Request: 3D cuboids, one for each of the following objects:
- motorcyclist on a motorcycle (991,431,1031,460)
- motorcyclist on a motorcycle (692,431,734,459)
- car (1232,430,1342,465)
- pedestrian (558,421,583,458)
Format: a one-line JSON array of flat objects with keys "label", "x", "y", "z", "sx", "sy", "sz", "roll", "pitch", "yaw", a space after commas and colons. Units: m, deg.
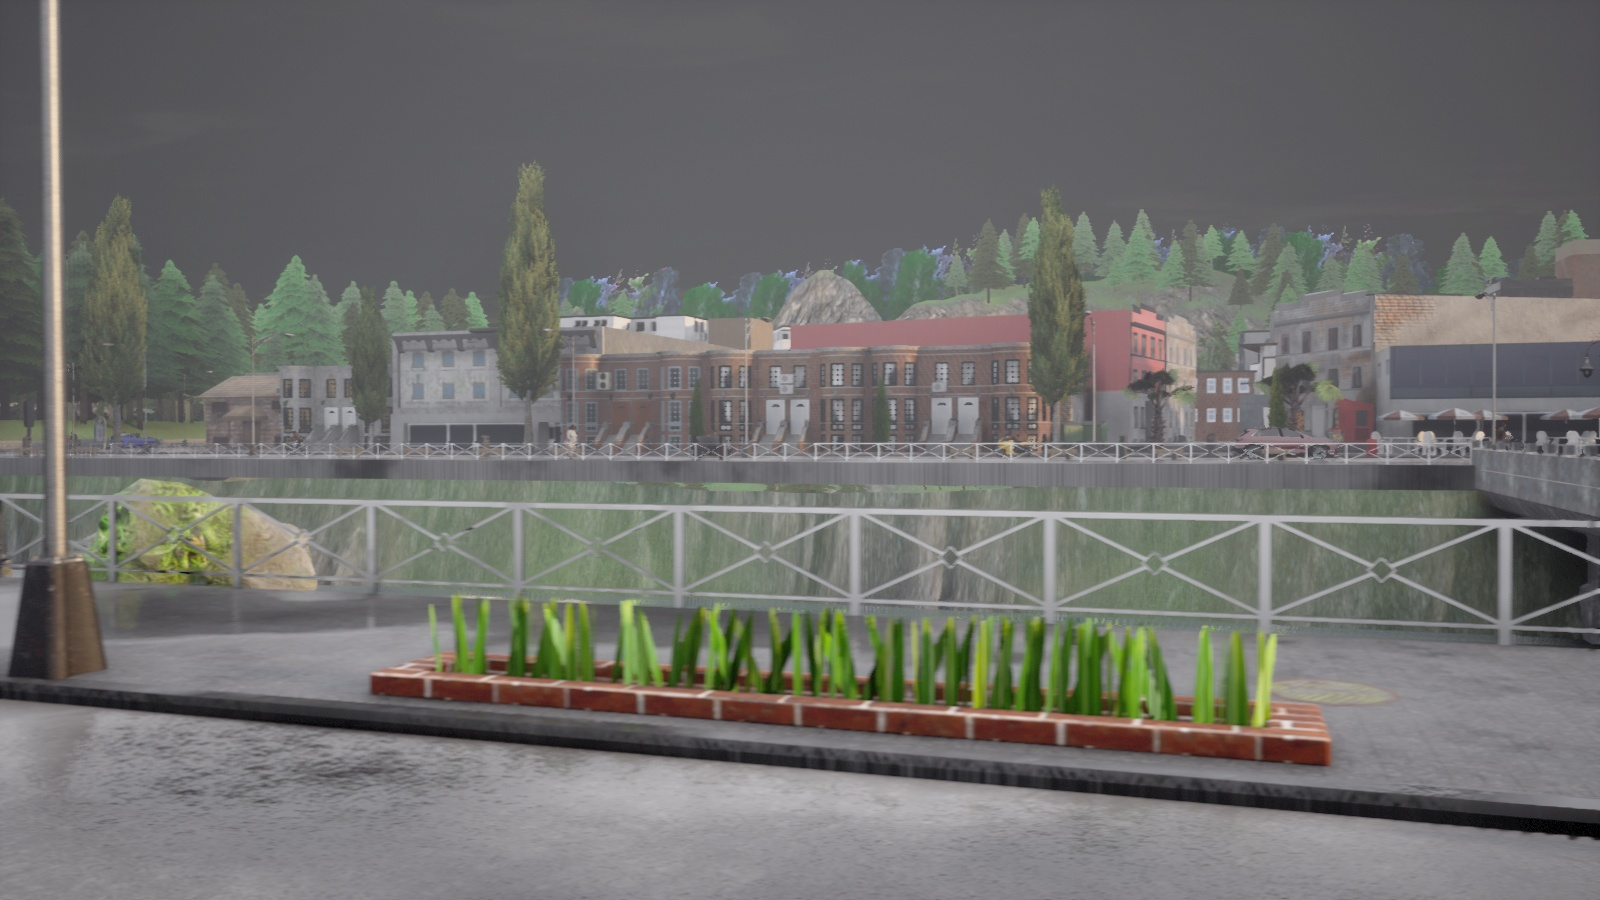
[{"label": "motorcyclist on a motorcycle", "x": 11.620, "y": -0.254, "z": 69.093, "sx": 2.044, "sy": 1.523, "sz": 0.797, "roll": 1, "pitch": 1, "yaw": 19}, {"label": "motorcyclist on a motorcycle", "x": -4.892, "y": -0.285, "z": 70.426, "sx": 2.191, "sy": 1.530, "sz": 0.866, "roll": 1, "pitch": 1, "yaw": 19}, {"label": "car", "x": 23.519, "y": -0.130, "z": 60.875, "sx": 4.856, "sy": 1.649, "sz": 2.033, "roll": 1, "pitch": 1, "yaw": 19}, {"label": "pedestrian", "x": -11.635, "y": -0.528, "z": 63.724, "sx": 0.900, "sy": 1.855, "sz": 0.874, "roll": 1, "pitch": 1, "yaw": 25}]
